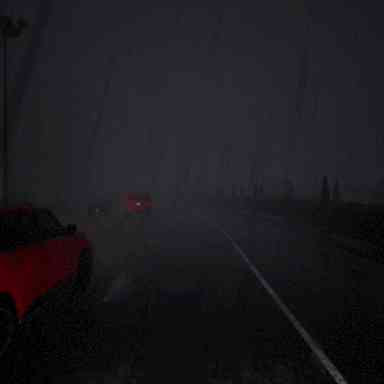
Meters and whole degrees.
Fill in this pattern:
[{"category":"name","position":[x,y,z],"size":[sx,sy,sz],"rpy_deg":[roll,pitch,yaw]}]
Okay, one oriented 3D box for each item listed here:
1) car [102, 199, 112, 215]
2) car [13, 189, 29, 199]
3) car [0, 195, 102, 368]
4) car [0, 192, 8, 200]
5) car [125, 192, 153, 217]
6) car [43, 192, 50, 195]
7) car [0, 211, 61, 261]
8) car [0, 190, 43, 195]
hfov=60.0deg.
[{"category":"car","position":[-8.409,1.321,30.481],"size":[1.812,1.442,4.674],"rpy_deg":[0,0,-9]},{"category":"car","position":[-34.395,0.395,66.716],"size":[2.150,2.045,5.566],"rpy_deg":[0,0,-36]},{"category":"car","position":[-3.435,1.185,5.644],"size":[2.150,2.045,5.566],"rpy_deg":[0,1,0]},{"category":"car","position":[-37.259,0.709,64.705],"size":[2.128,1.511,4.902],"rpy_deg":[0,0,-36]},{"category":"car","position":[-4.553,1.029,28.672],"size":[2.150,2.045,5.566],"rpy_deg":[0,0,-7]},{"category":"car","position":[-31.585,0.511,68.804],"size":[2.097,1.767,4.553],"rpy_deg":[0,0,-36]},{"category":"car","position":[-6.932,1.514,12.852],"size":[1.895,1.301,4.718],"rpy_deg":[0,0,0]},{"category":"car","position":[-15.593,1.022,30.087],"size":[2.150,2.045,5.566],"rpy_deg":[0,0,-11]}]
